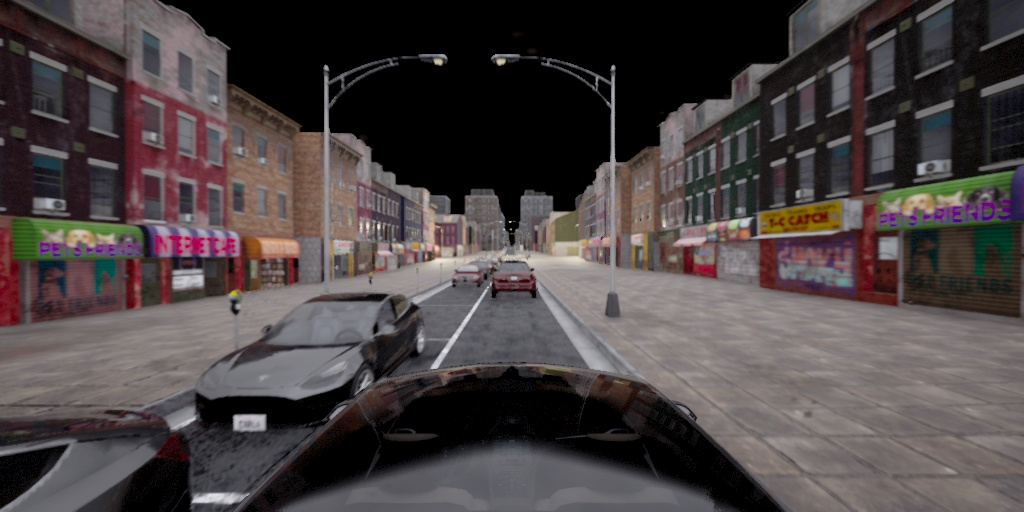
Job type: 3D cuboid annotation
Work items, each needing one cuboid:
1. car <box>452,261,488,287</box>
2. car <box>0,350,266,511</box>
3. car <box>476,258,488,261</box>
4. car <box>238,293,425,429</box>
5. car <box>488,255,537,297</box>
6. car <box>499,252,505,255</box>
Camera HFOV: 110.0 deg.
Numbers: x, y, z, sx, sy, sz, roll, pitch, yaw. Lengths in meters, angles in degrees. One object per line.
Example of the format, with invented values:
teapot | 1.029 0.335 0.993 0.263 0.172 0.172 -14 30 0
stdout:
car | -2.653 1.158 22.415 1.802 1.307 4.207 0 0 0
car | -2.638 1.319 0.248 1.948 1.339 4.313 0 0 0
car | -2.657 1.071 27.948 1.948 1.339 4.313 0 0 0
car | -2.642 1.299 5.791 1.948 1.339 4.313 0 0 0
car | 0.086 0.980 18.113 2.097 1.767 4.553 0 1 0
car | -2.681 0.498 61.169 1.888 1.381 4.507 0 0 0
